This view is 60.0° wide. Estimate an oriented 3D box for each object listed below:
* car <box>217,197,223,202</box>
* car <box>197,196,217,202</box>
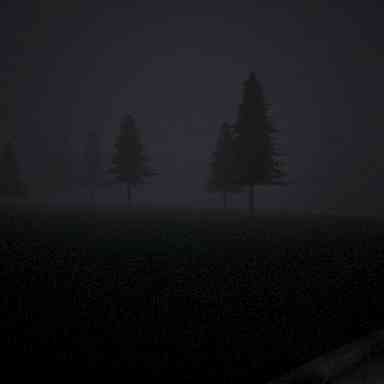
[{"bbox_3d":[5.030,1.585,67.083,1.812,1.442,4.674,1,0,-36],"label":"car"},{"bbox_3d":[2.193,1.552,65.035,1.812,1.442,4.674,1,0,-36],"label":"car"}]
